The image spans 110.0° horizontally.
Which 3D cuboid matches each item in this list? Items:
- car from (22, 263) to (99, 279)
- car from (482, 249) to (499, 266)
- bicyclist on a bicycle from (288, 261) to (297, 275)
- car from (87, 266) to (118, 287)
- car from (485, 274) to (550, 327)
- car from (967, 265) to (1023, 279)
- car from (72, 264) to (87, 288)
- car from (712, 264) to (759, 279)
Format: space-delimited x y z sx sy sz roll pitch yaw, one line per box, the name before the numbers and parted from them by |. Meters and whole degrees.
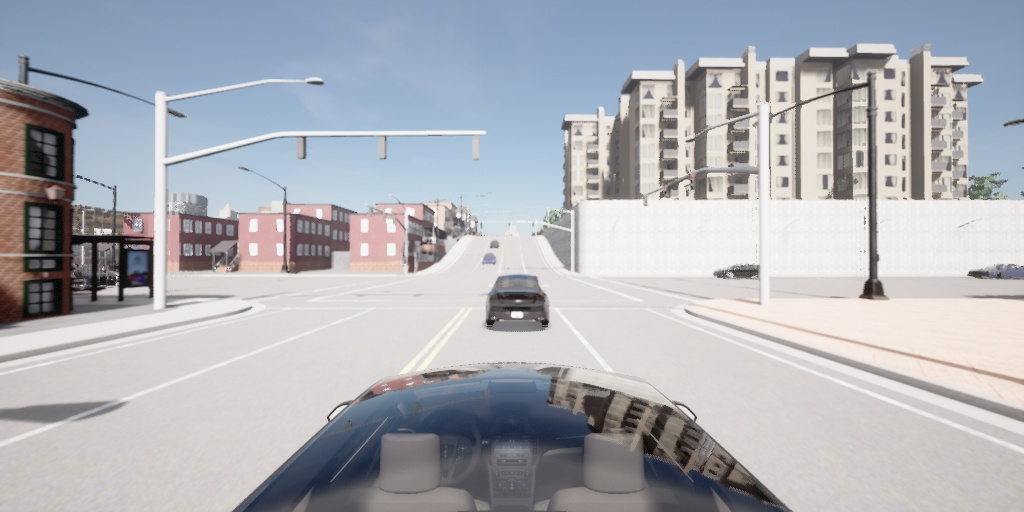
car | -44.466 1.489 35.415 4.902 1.511 2.128 0 0 0
car | -3.546 0.426 55.808 2.097 1.767 4.553 0 7 0
bicyclist on a bicycle | -25.244 1.341 41.227 0.582 1.620 1.656 0 0 0
car | -30.044 1.423 24.764 4.892 1.490 1.837 0 0 0
car | 0.205 1.330 11.896 1.837 1.490 4.892 0 0 2
car | 48.243 1.545 35.099 5.357 1.411 2.033 0 0 1
car | -28.951 1.371 21.259 5.008 1.535 1.882 0 0 0
car | 22.395 1.502 35.268 4.892 1.490 1.837 0 0 1
